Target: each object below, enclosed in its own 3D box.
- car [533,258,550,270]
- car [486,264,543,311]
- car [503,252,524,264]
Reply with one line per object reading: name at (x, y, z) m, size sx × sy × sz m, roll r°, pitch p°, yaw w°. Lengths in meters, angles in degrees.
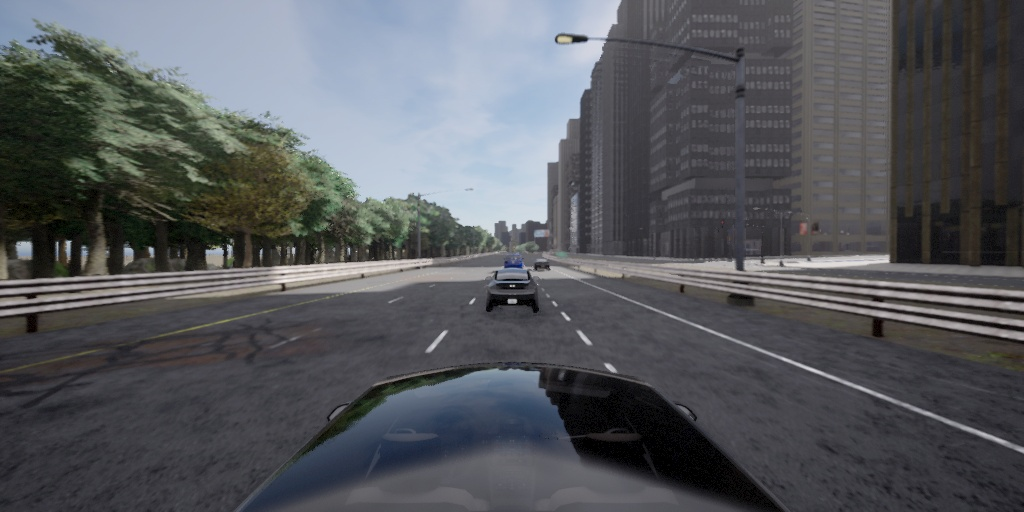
car at (3.818, 1.039, 46.654) m, size 1.882 × 1.535 × 5.008 m, roll 0°, pitch 1°, yaw 1°
car at (0.018, 1.236, 14.244) m, size 1.837 × 1.490 × 4.892 m, roll 0°, pitch 0°, yaw 0°
car at (0.178, 0.808, 42.544) m, size 2.150 × 2.045 × 5.566 m, roll 0°, pitch 0°, yaw 1°
